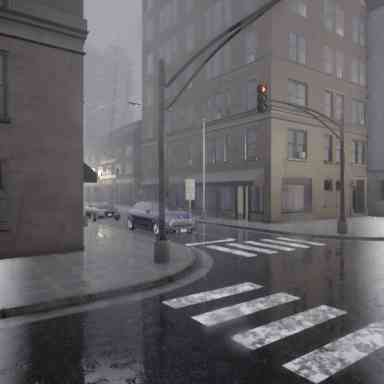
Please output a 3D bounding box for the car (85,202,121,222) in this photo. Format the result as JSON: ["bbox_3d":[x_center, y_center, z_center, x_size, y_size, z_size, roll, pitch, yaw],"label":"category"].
[{"bbox_3d":[-7.014,1.433,25.317,1.994,1.385,4.181,0,0,-35],"label":"car"}]

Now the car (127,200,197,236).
[{"bbox_3d":[-1.717,1.269,17.916,2.097,1.767,4.553,0,0,-36],"label":"car"}]
